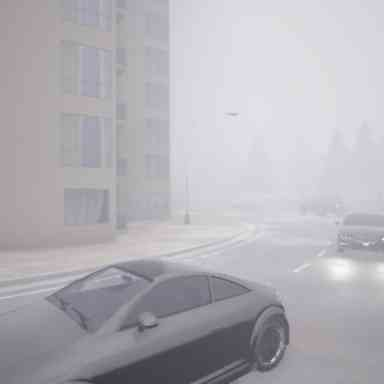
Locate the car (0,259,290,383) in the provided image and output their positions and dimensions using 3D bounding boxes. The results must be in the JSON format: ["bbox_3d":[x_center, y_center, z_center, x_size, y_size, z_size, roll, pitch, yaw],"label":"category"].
[{"bbox_3d":[-0.662,1.600,4.036,4.181,1.385,1.994,0,-1,-40],"label":"car"}]

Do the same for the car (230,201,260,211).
[{"bbox_3d":[7.327,1.908,46.744,1.895,1.301,4.718,0,0,-30],"label":"car"}]

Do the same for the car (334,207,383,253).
[{"bbox_3d":[7.036,1.573,13.624,1.837,1.490,4.892,0,-1,26],"label":"car"}]

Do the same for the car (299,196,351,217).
[{"bbox_3d":[12.970,1.405,33.494,2.150,2.045,5.566,0,0,-12],"label":"car"}]
